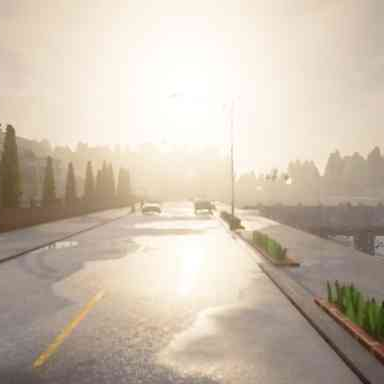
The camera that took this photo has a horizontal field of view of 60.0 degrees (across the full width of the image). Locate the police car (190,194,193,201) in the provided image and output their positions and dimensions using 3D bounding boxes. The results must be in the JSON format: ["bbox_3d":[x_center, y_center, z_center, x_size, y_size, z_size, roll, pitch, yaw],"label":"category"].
[{"bbox_3d":[1.135,1.395,47.612,1.930,1.638,5.238,-4,0,0],"label":"police car"}]

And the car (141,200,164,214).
[{"bbox_3d":[-4.098,1.541,35.083,1.812,1.442,4.674,0,0,0],"label":"car"}]

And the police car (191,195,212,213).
[{"bbox_3d":[1.153,1.417,37.619,1.930,1.638,5.238,-2,-1,0],"label":"police car"}]

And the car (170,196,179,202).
[{"bbox_3d":[-4.014,1.502,75.483,2.033,1.411,5.357,0,0,0],"label":"car"}]

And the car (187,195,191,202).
[{"bbox_3d":[-0.011,1.464,70.865,1.994,1.385,4.181,0,0,0],"label":"car"}]

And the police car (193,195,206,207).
[{"bbox_3d":[1.137,1.398,53.603,1.930,1.638,5.238,-4,0,0],"label":"police car"}]

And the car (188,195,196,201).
[{"bbox_3d":[-0.014,1.418,85.854,1.837,1.490,4.892,0,0,0],"label":"car"}]
